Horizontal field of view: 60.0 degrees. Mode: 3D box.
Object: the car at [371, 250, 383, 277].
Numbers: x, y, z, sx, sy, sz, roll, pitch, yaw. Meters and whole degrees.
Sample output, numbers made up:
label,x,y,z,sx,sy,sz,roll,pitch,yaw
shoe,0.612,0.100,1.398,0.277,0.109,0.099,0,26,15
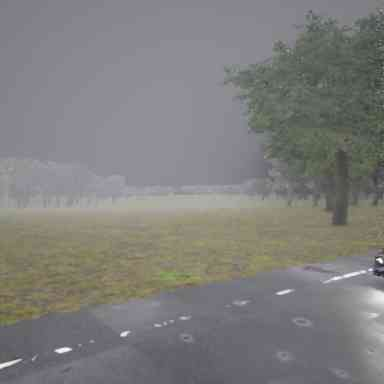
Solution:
label,x,y,z,sx,sy,sz,roll,pitch,yaw
car,7.003,1.556,8.879,5.357,1.411,2.033,0,0,-35
